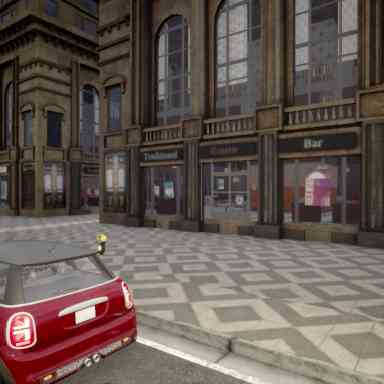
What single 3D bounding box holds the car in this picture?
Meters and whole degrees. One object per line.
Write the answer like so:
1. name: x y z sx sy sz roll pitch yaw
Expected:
1. car: -2.807 1.440 4.967 4.097 1.590 1.967 0 0 36
